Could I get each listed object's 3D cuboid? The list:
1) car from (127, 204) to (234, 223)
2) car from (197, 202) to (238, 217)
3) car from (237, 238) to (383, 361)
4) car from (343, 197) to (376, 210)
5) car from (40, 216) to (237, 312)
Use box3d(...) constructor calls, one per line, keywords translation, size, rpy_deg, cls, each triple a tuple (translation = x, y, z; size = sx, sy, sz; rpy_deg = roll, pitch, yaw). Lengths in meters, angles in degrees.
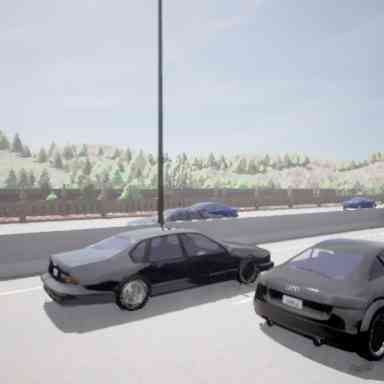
box3d(translation=(-0.725, 1.509, 16.366), size=(5.357, 1.411, 2.033), rpy_deg=(0, 0, -35), cls="car")
box3d(translation=(0.804, 1.423, 21.751), size=(5.008, 1.535, 1.882), rpy_deg=(0, 0, -35), cls="car")
box3d(translation=(3.073, 1.537, 5.937), size=(4.181, 1.385, 1.994), rpy_deg=(0, 0, -35), cls="car")
box3d(translation=(19.989, 1.333, 39.669), size=(5.008, 1.535, 1.882), rpy_deg=(0, 0, -35), cls="car")
box3d(translation=(-0.507, 1.529, 7.682), size=(5.357, 1.411, 2.033), rpy_deg=(0, 0, -35), cls="car")
